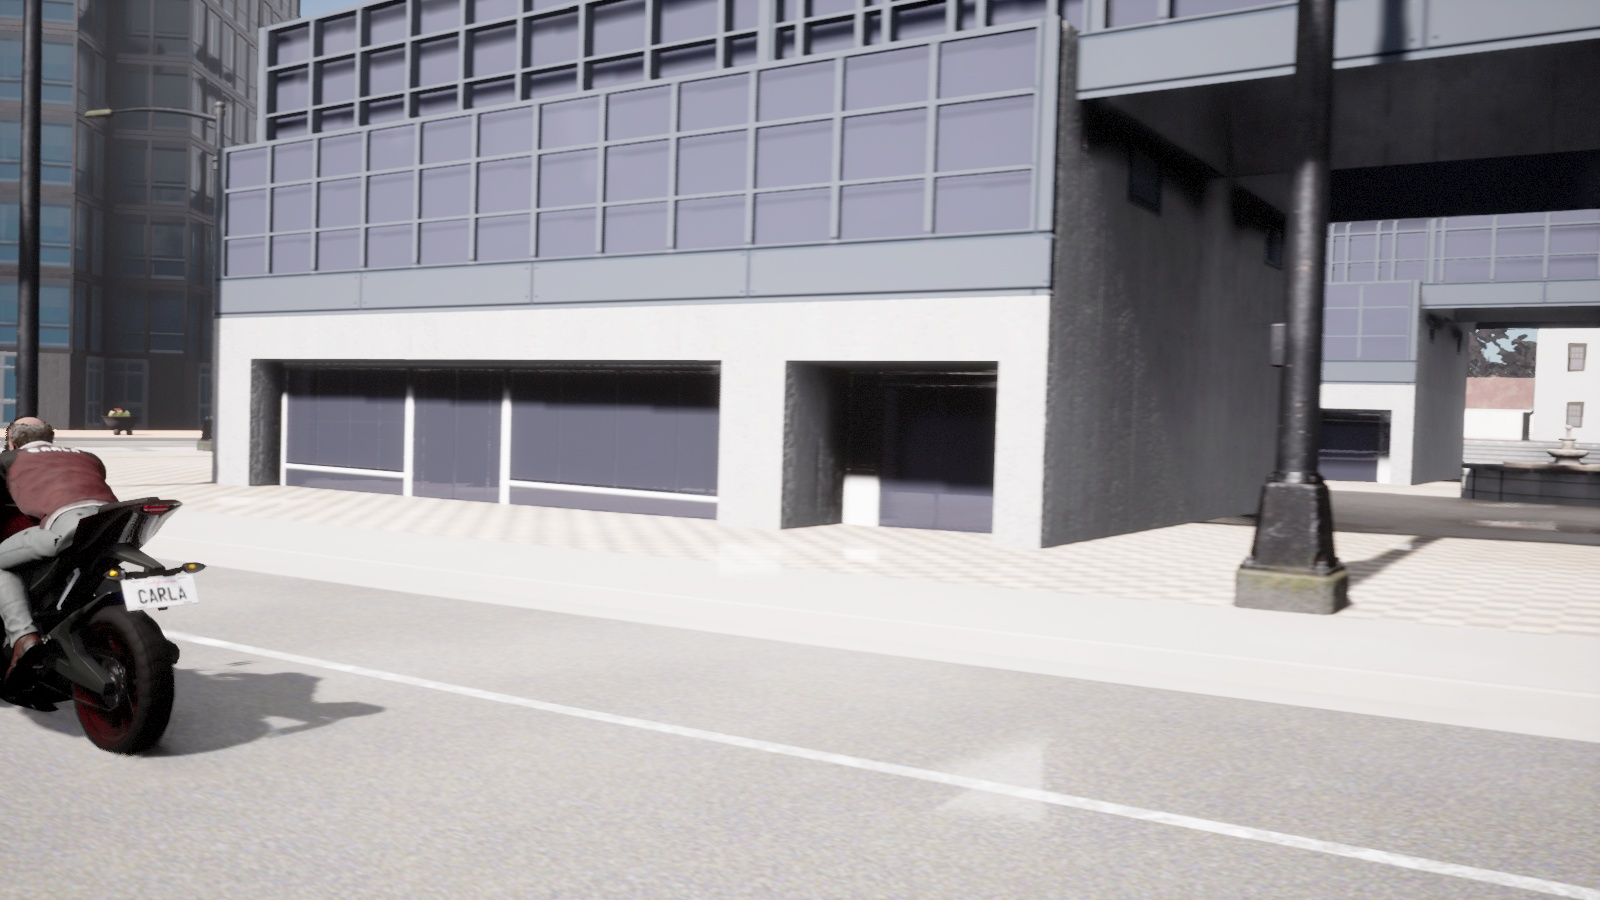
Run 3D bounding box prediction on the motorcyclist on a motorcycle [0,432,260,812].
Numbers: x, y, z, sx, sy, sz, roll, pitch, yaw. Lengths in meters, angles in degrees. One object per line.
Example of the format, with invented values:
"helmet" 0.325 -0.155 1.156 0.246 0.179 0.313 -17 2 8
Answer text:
"motorcyclist on a motorcycle" -3.656 0.685 6.053 2.191 1.530 0.866 1 1 34
